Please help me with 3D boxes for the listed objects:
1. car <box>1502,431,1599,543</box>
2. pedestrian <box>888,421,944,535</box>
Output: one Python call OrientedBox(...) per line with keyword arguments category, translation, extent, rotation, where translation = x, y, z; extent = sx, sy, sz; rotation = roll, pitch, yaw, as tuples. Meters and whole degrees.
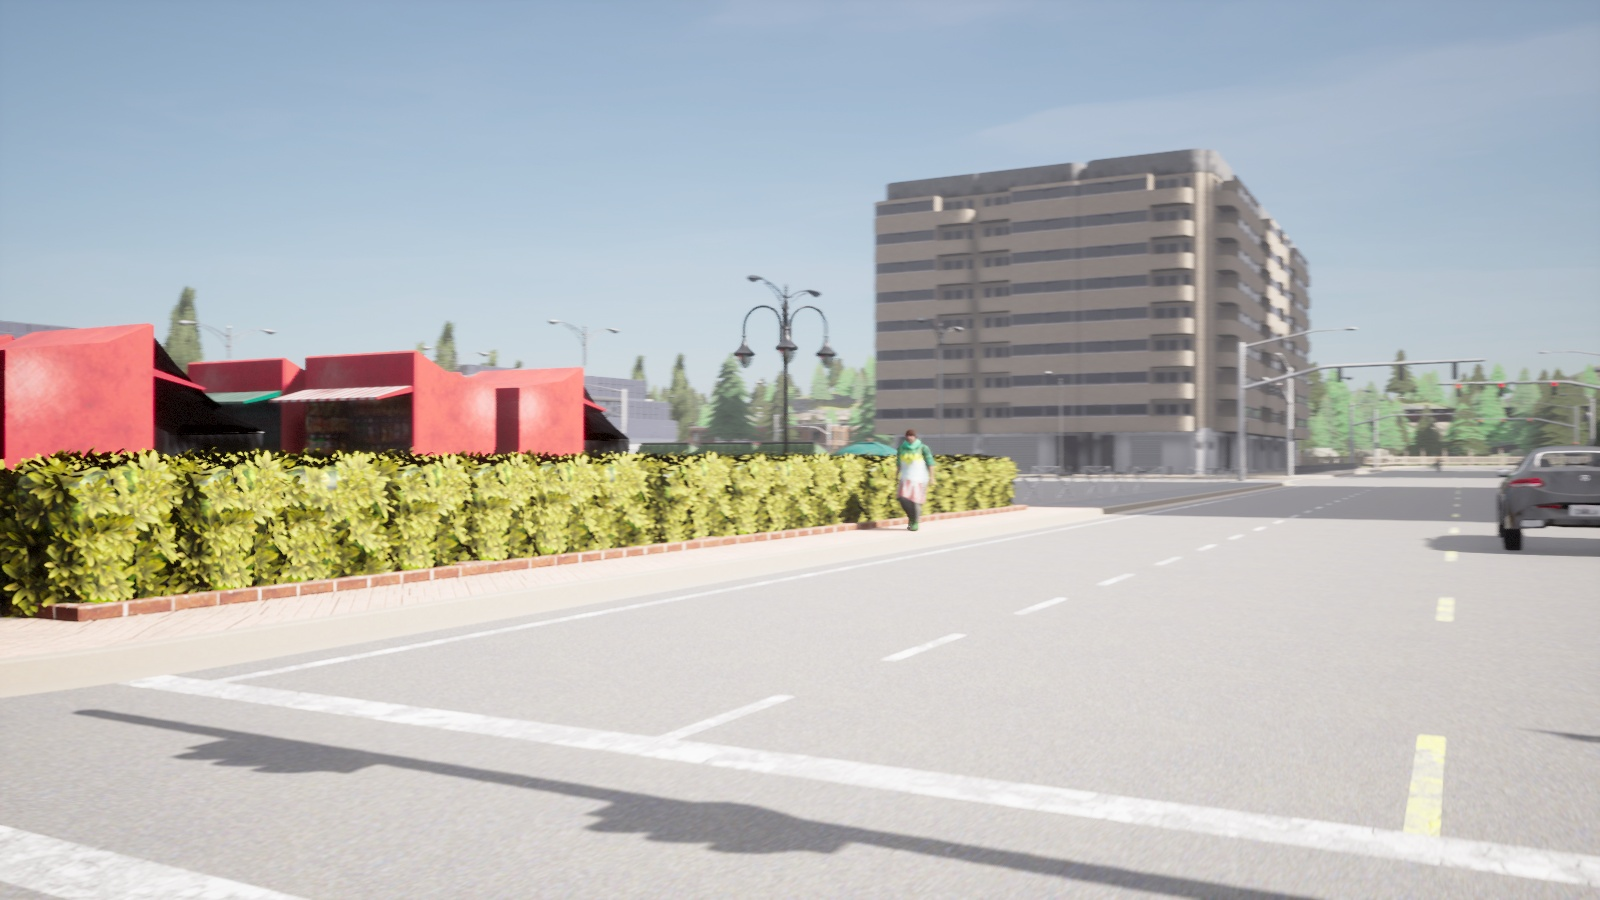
OrientedBox(category="car", translation=(12.817, 0.549, 20.620), extent=(2.152, 1.651, 5.027), rotation=(0, 0, 28))
OrientedBox(category="pedestrian", translation=(2.036, 0.487, 22.048), extent=(0.659, 1.952, 0.873), rotation=(0, 0, 30))
